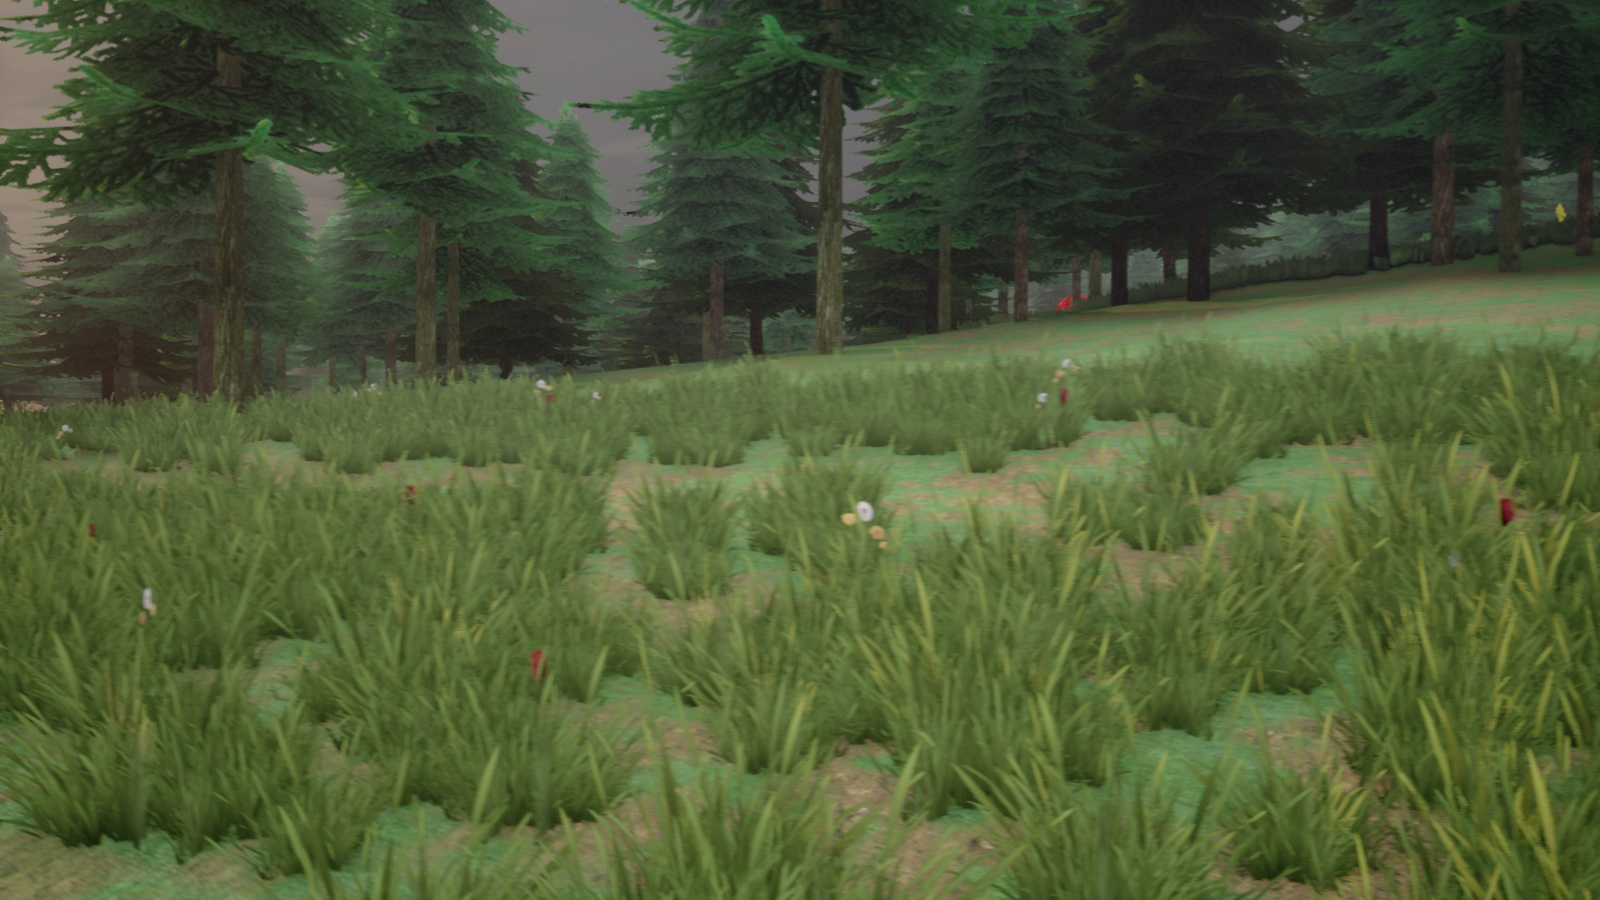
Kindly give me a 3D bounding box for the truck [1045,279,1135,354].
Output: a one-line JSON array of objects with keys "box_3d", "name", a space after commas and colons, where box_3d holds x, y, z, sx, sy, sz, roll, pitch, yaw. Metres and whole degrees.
[{"box_3d": [13.167, -6.027, 57.393, 2.627, 2.467, 5.204, -1, -4, -3], "name": "truck"}]
